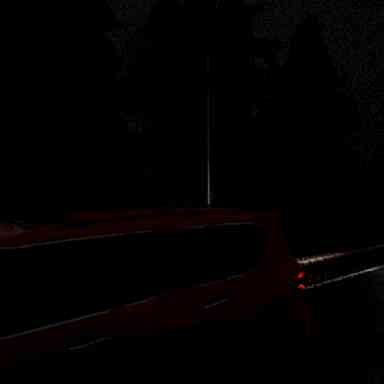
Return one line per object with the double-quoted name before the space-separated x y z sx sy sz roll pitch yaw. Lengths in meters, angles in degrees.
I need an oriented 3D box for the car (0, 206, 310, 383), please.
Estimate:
"car" -1.214 1.218 3.121 5.566 2.045 2.150 -1 0 -36
